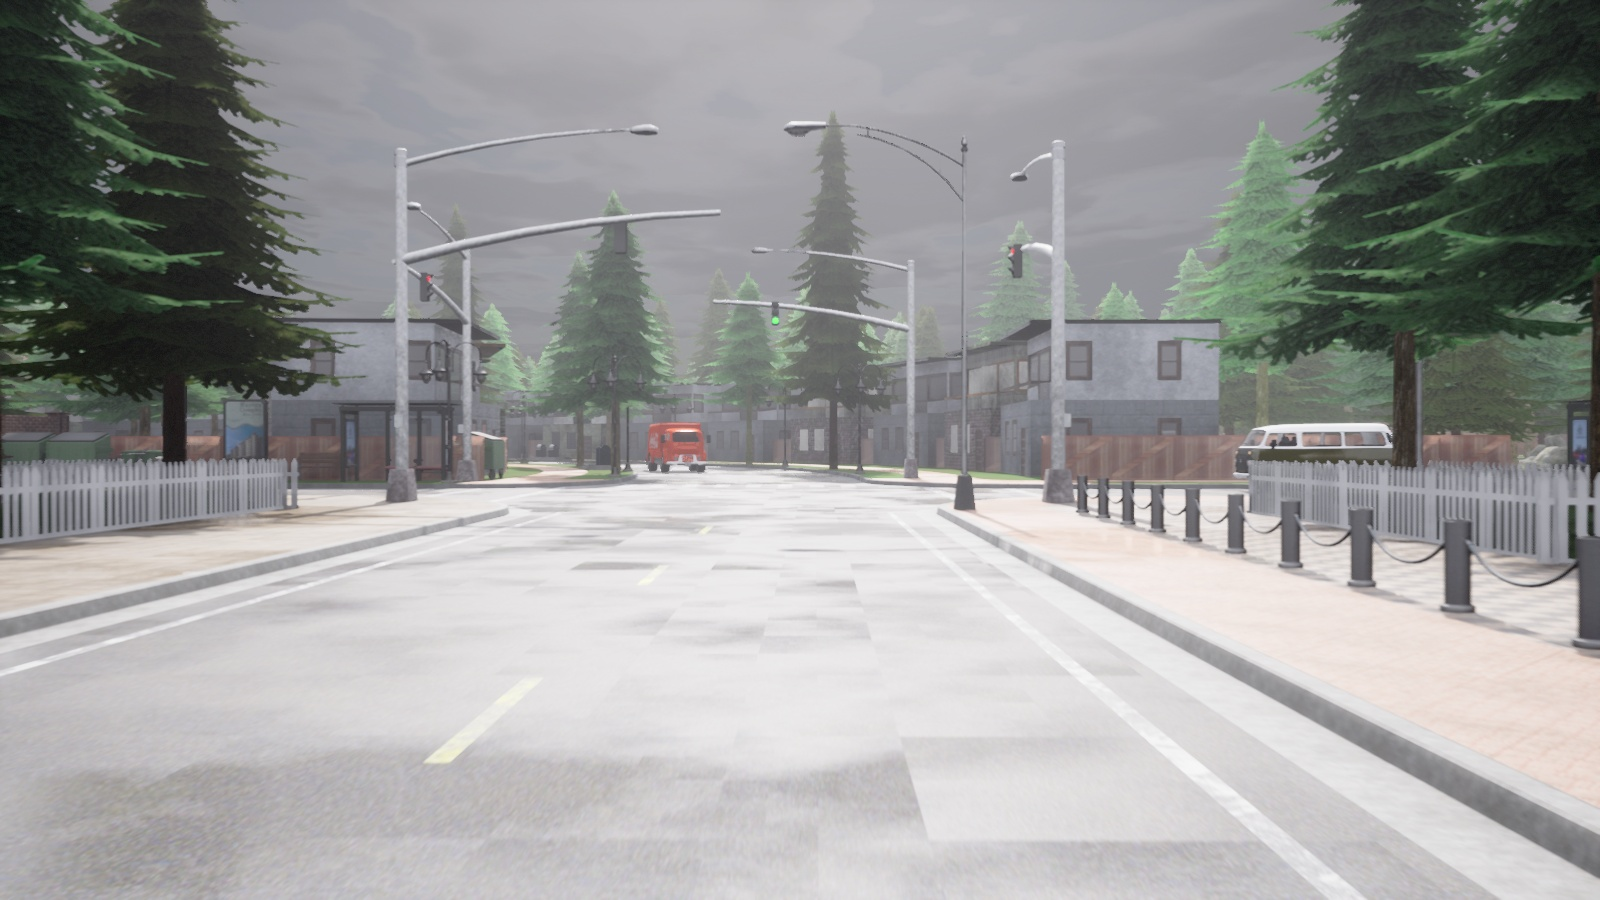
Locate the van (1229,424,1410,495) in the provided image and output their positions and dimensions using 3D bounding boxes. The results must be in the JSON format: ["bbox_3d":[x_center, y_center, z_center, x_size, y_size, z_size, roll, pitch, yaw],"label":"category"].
[{"bbox_3d":[15.235,0.258,37.021,4.480,2.038,2.069,0,0,2],"label":"van"}]

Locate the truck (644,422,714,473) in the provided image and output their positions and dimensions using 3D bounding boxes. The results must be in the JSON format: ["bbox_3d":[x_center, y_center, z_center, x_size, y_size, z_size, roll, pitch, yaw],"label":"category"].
[{"bbox_3d":[-6.171,-0.137,63.434,2.627,2.467,5.204,0,0,-16],"label":"truck"}]
